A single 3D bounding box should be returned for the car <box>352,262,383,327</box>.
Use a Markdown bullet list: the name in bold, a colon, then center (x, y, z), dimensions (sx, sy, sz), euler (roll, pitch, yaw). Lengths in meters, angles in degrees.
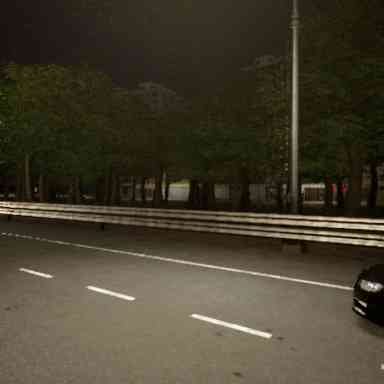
- **car**: center (4.960, 1.500, 4.630), dimensions (4.902, 1.511, 2.128), euler (0, 0, 36)
